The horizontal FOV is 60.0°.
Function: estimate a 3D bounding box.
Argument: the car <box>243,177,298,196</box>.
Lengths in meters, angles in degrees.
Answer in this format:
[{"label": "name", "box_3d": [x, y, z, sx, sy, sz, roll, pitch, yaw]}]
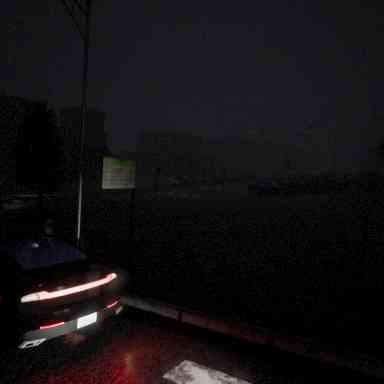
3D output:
[{"label": "car", "box_3d": [8.658, -0.416, 36.932, 5.008, 1.535, 2.097, 4, 7, 31]}]

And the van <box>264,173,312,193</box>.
[{"label": "van", "box_3d": [11.110, -0.819, 38.702, 4.442, 1.987, 1.878, 4, 7, 31]}]

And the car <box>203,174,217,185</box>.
[{"label": "car", "box_3d": [0.964, -2.034, 52.558, 4.553, 1.767, 2.185, 2, 6, 30]}]

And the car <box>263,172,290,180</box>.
[{"label": "car", "box_3d": [16.679, -3.200, 65.835, 4.792, 1.488, 2.163, 2, 5, 30]}]

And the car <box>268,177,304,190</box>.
[{"label": "car", "box_3d": [12.923, -1.266, 45.925, 1.812, 1.442, 4.674, -4, 6, -34]}]

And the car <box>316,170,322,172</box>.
[{"label": "car", "box_3d": [25.645, -3.980, 73.362, 5.008, 1.535, 2.097, 2, 6, 30]}]

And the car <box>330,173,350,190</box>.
[{"label": "car", "box_3d": [18.029, -1.288, 44.362, 4.553, 1.767, 2.185, 4, 7, 31]}]

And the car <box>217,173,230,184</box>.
[{"label": "car", "box_3d": [3.161, -2.071, 54.506, 4.792, 1.488, 2.163, 2, 6, 30]}]

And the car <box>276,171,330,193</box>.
[{"label": "car", "box_3d": [13.330, -1.039, 40.626, 5.566, 2.045, 2.435, 4, 7, 31]}]

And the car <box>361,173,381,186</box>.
[{"label": "car", "box_3d": [25.097, -1.723, 49.954, 4.892, 1.521, 2.231, 4, 7, 31]}]

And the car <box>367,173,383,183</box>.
[{"label": "car", "box_3d": [32.097, -2.294, 55.644, 4.892, 1.521, 2.231, 4, 7, 30]}]

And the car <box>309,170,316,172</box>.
[{"label": "car", "box_3d": [23.396, -3.791, 71.482, 4.892, 1.521, 2.231, 2, 6, 30]}]

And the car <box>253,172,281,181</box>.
[{"label": "car", "box_3d": [14.405, -3.044, 63.970, 5.008, 1.535, 2.097, 2, 5, 30]}]

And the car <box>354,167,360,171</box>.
[{"label": "car", "box_3d": [39.005, -5.017, 84.686, 5.366, 1.575, 1.946, 2, 5, 30]}]

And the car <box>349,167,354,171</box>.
[{"label": "car", "box_3d": [36.901, -4.850, 82.729, 5.008, 1.535, 2.097, 2, 5, 30]}]

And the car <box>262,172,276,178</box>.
[{"label": "car", "box_3d": [12.329, -2.852, 61.985, 5.366, 1.575, 1.946, 2, 5, 30]}]

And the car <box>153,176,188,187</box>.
[{"label": "car", "box_3d": [-3.548, -1.491, 48.781, 4.674, 1.452, 2.002, 2, 5, 29]}]

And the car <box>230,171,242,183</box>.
[{"label": "car", "box_3d": [5.457, -2.413, 56.364, 4.553, 1.767, 2.185, 2, 6, 30]}]

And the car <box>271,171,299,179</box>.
[{"label": "car", "box_3d": [18.894, -3.419, 67.737, 5.008, 1.535, 2.097, 2, 5, 30]}]

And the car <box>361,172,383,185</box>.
[{"label": "car", "box_3d": [27.455, -1.883, 51.835, 4.792, 1.488, 2.163, 4, 7, 31]}]

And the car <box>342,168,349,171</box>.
[{"label": "car", "box_3d": [34.656, -4.689, 80.851, 5.008, 1.535, 2.097, 2, 6, 30]}]

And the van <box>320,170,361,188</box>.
[{"label": "van", "box_3d": [20.506, -1.567, 46.139, 4.442, 1.987, 1.878, 4, 7, 31]}]

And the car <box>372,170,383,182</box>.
[{"label": "car", "box_3d": [34.436, -2.735, 57.512, 5.566, 2.045, 2.435, 4, 7, 30]}]

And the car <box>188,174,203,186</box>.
[{"label": "car", "box_3d": [-1.277, -1.690, 50.673, 4.792, 1.488, 2.163, 2, 5, 29]}]

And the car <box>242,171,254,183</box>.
[{"label": "car", "box_3d": [7.678, -2.479, 58.300, 5.008, 1.535, 2.097, 2, 5, 30]}]

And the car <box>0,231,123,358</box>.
[{"label": "car", "box_3d": [-3.359, 1.457, 5.844, 4.902, 1.511, 2.128, 1, 1, 36]}]

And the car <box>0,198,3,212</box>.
[{"label": "car", "box_3d": [-13.016, 0.606, 19.859, 2.128, 1.511, 4.902, 3, 3, -9]}]

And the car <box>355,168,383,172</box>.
[{"label": "car", "box_3d": [29.795, -2.352, 53.699, 5.566, 2.045, 2.435, 4, 7, 31]}]

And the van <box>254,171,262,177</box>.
[{"label": "van", "box_3d": [9.821, -2.895, 60.227, 4.442, 1.987, 1.878, 2, 6, 30]}]
